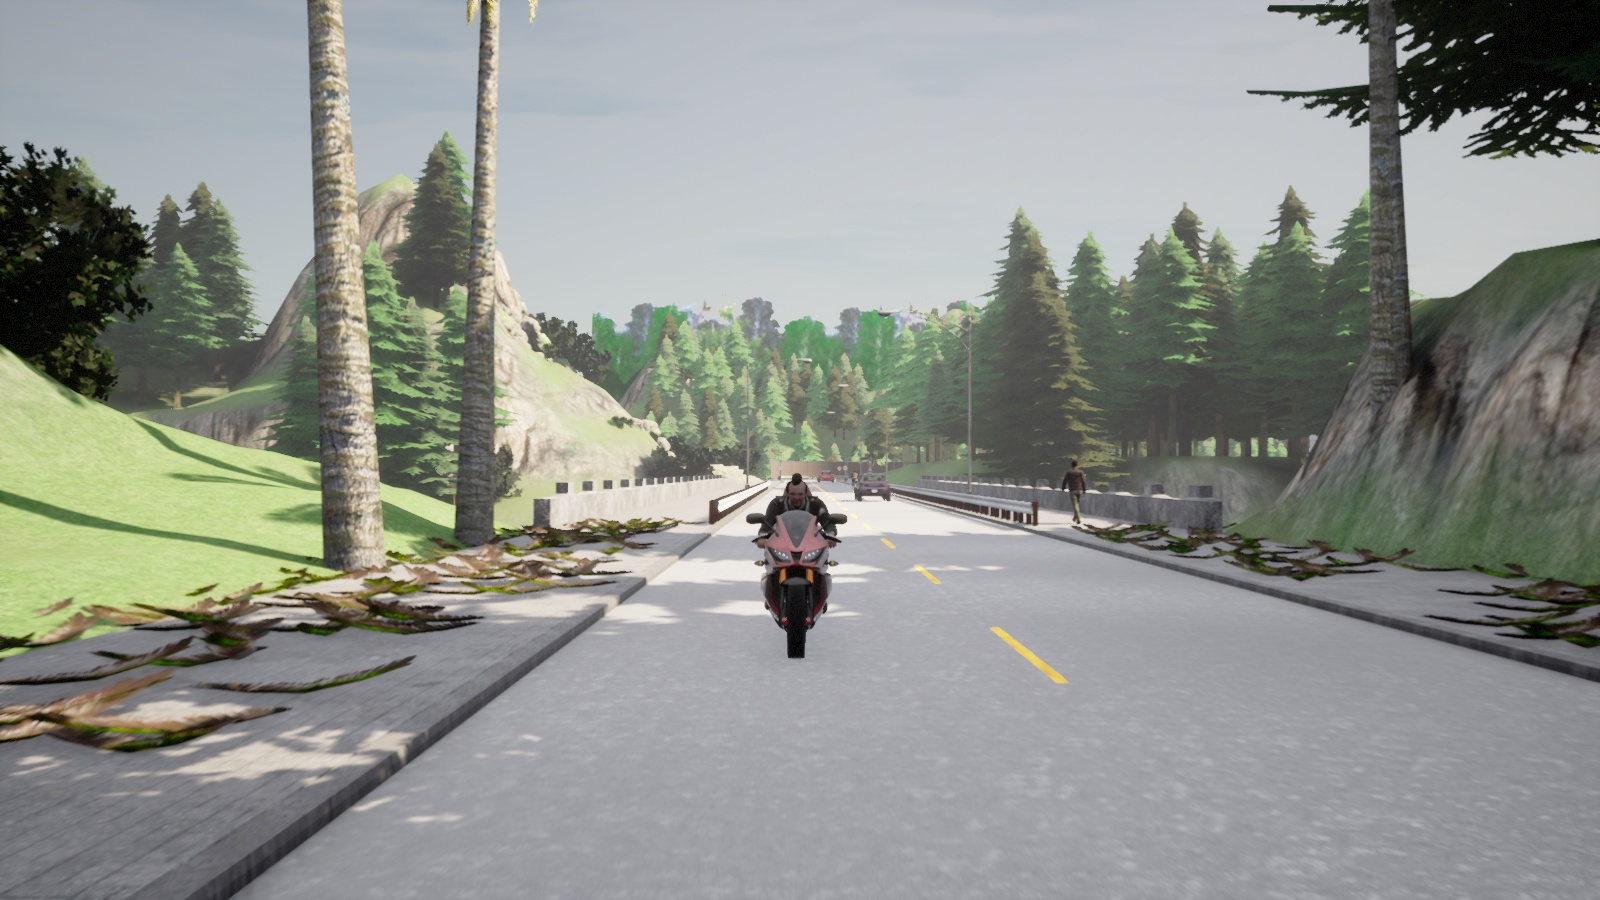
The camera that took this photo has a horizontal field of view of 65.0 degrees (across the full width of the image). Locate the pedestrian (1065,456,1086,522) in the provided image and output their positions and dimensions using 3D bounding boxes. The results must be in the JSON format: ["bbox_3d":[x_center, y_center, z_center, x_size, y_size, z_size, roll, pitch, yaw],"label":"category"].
[{"bbox_3d":[7.764,1.085,35.363,0.431,1.840,0.703,0,-1,0],"label":"pedestrian"}]

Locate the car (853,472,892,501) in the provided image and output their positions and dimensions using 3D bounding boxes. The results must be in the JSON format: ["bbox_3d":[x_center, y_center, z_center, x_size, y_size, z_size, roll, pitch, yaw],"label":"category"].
[{"bbox_3d":[3.857,1.937,67.177,1.816,1.474,4.193,0,-1,0],"label":"car"}]

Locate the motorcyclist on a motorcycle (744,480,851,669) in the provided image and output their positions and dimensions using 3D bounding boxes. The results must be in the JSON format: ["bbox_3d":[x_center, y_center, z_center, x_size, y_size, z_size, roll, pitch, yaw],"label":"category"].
[{"bbox_3d":[-0.023,1.040,11.324,0.866,1.530,2.191,0,-1,0],"label":"motorcyclist on a motorcycle"}]
